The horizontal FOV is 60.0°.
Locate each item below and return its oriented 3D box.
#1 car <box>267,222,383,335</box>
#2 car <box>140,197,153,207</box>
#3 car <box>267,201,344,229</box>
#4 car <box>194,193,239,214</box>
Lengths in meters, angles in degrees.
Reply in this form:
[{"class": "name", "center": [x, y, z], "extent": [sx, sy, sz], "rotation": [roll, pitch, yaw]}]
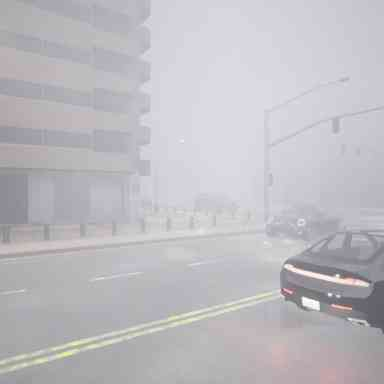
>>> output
[{"class": "car", "center": [3.813, 1.492, 6.463], "extent": [4.902, 1.511, 2.128], "rotation": [0, 0, -35]}, {"class": "car", "center": [-7.588, 1.422, 49.468], "extent": [1.882, 1.535, 5.008], "rotation": [0, 0, -34]}, {"class": "car", "center": [5.696, 1.354, 16.509], "extent": [4.553, 1.767, 2.097], "rotation": [0, 0, -42]}, {"class": "car", "center": [2.474, 1.166, 34.901], "extent": [2.150, 2.045, 5.566], "rotation": [0, 0, -35]}]
